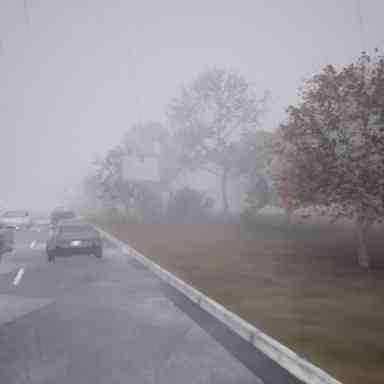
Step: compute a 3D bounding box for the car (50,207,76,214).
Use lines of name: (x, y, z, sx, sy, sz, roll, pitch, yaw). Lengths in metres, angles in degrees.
car: (-11.033, 1.994, 28.506, 1.882, 1.535, 5.008, 0, -1, -22)

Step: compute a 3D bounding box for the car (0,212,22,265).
car: (-7.831, 1.750, 12.327, 2.128, 1.511, 4.902, 0, -1, -22)

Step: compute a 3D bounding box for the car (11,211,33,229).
car: (-13.350, 2.103, 25.573, 1.895, 1.301, 4.718, 0, -1, -22)

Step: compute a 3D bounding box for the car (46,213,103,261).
car: (-4.846, 1.808, 13.617, 1.994, 1.385, 4.181, 0, -1, -22)
